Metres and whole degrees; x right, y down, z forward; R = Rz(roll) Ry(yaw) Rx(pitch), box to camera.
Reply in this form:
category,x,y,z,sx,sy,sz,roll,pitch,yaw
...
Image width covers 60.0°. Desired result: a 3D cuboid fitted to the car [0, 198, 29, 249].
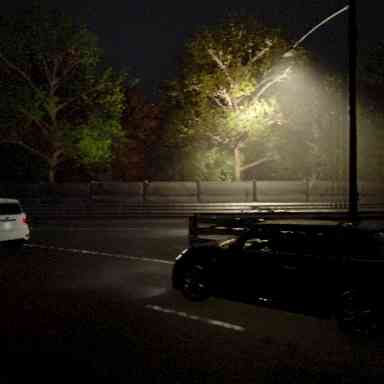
category,x,y,z,sx,sy,sz,roll,pitch,yaw
car,-8.929,1.260,13.191,5.566,2.045,2.150,0,0,29

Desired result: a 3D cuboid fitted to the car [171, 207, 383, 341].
category,x,y,z,sx,sy,sz,roll,pitch,yaw
car,1.767,1.336,6.723,4.553,1.767,2.097,0,0,35
